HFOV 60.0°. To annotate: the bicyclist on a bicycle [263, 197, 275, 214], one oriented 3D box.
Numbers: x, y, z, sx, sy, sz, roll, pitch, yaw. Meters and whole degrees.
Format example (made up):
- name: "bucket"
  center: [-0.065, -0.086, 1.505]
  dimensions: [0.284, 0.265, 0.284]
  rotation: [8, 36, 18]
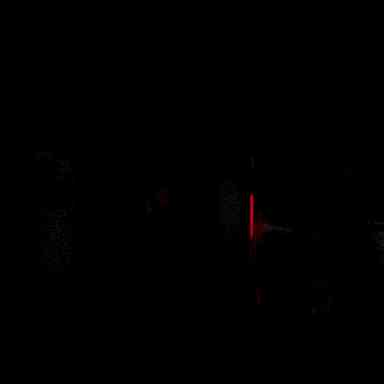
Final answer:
- name: "bicyclist on a bicycle"
  center: [7.417, 1.349, 32.129]
  dimensions: [1.656, 1.620, 0.582]
  rotation: [0, 0, -36]
